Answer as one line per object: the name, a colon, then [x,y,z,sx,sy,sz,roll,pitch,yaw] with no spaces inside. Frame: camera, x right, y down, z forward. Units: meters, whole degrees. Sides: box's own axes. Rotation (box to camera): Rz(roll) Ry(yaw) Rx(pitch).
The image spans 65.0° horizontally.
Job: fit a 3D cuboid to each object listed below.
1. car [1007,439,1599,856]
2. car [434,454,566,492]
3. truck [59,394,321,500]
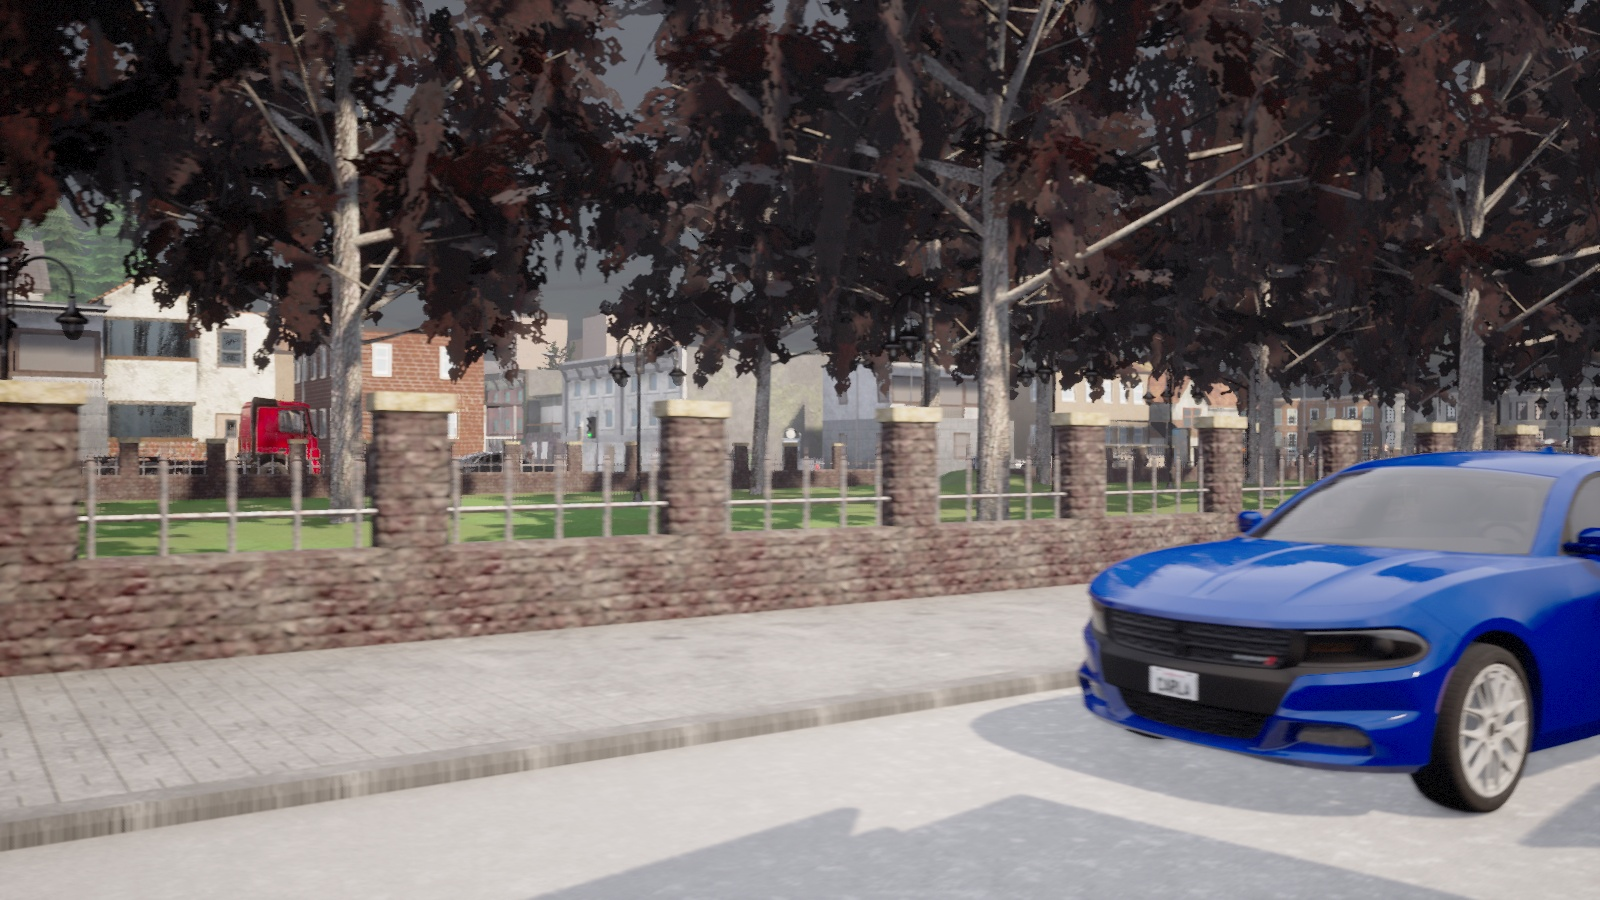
car: [3.619,0.728,6.811,5.008,1.535,1.882,0,0,-34]
car: [-12.179,0.892,51.095,4.892,1.490,1.837,0,0,-36]
truck: [-21.509,-0.087,44.527,7.936,3.462,2.891,0,0,-36]
